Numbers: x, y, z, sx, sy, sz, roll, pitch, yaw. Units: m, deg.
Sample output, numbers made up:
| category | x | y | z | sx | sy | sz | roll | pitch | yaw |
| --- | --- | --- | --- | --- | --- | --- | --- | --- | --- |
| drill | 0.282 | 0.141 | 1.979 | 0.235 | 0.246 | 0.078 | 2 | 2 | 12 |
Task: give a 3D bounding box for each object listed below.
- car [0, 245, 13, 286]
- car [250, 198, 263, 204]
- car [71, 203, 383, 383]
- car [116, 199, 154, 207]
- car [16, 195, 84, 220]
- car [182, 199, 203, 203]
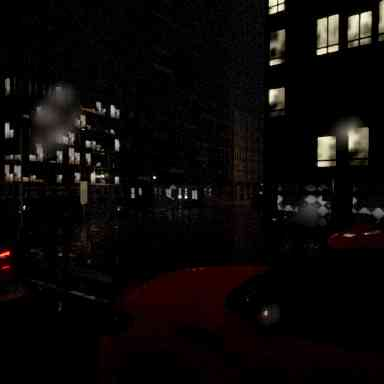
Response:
| category | x | y | z | sx | sy | sz | roll | pitch | yaw |
| --- | --- | --- | --- | --- | --- | --- | --- | --- | --- |
| car | -6.128 | 1.522 | 8.041 | 4.674 | 1.442 | 1.812 | 0 | 0 | 35 |
| car | 11.628 | 1.793 | 55.953 | 2.033 | 1.411 | 5.357 | 1 | 0 | 37 |
| car | 1.773 | 1.222 | 2.421 | 5.566 | 2.045 | 2.150 | 0 | 0 | 35 |
| car | -6.309 | 1.595 | 37.198 | 2.128 | 1.511 | 4.902 | 1 | 0 | 37 |
| car | -12.245 | 1.280 | 29.174 | 2.150 | 2.045 | 5.566 | 1 | 0 | 39 |
| car | -0.155 | 1.676 | 45.448 | 1.812 | 1.442 | 4.674 | 1 | 0 | 36 |
